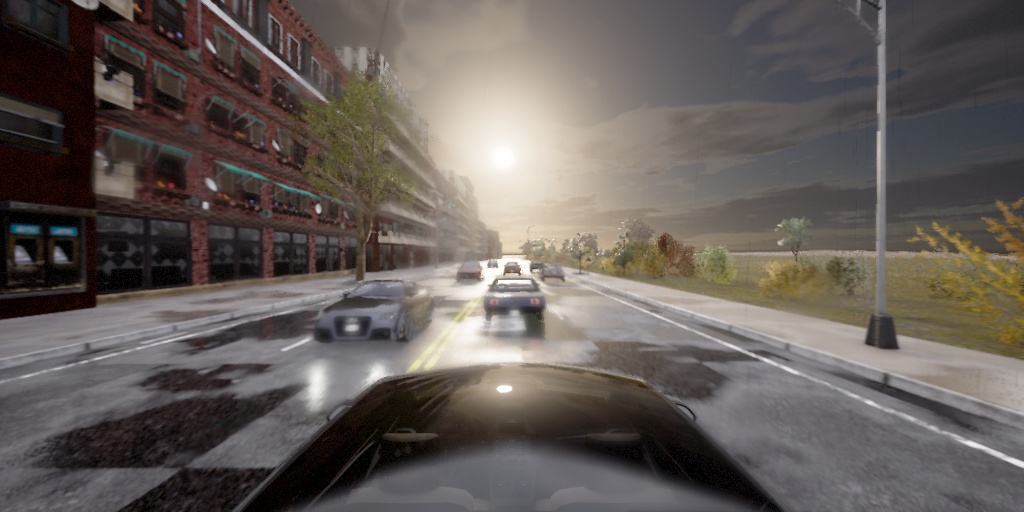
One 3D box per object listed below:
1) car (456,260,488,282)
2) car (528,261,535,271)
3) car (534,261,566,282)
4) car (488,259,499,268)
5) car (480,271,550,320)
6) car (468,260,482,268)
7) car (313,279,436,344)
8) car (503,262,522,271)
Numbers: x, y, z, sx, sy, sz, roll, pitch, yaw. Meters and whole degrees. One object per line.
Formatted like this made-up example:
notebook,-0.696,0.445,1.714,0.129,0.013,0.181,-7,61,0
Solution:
car,-3.334,1.277,29.404,1.882,1.535,5.008,0,0,0
car,3.228,1.332,47.067,1.837,1.490,4.892,0,0,0
car,3.259,1.340,29.761,2.033,1.411,5.357,0,0,0
car,-3.418,1.366,64.554,2.128,1.511,4.902,0,0,0
car,0.081,1.367,12.652,1.895,1.301,4.718,0,0,0
car,-6.668,1.438,64.572,1.994,1.385,4.181,0,0,0
car,-3.361,1.329,9.538,1.994,1.385,4.181,0,0,0
car,0.012,1.339,38.240,1.812,1.442,4.674,0,0,0
